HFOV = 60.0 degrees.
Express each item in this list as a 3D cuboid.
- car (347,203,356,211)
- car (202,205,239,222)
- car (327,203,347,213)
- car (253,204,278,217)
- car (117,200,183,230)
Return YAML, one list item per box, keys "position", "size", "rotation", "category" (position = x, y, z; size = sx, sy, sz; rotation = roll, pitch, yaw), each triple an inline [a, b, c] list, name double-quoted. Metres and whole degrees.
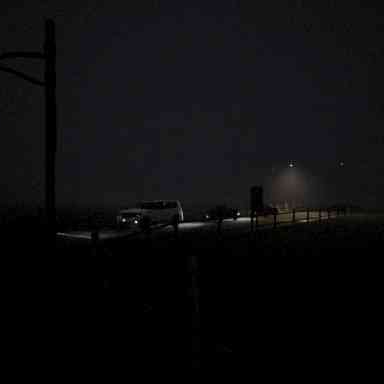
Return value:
- position: [29.818, 2.867, 63.082]
  size: [1.837, 1.490, 4.892]
  rotation: [0, -1, 36]
  category: "car"
- position: [2.878, 2.067, 32.533]
  size: [2.128, 1.511, 4.902]
  rotation: [0, -1, 36]
  category: "car"
- position: [23.329, 2.671, 54.208]
  size: [1.812, 1.442, 4.674]
  rotation: [0, -1, 37]
  category: "car"
- position: [8.910, 2.266, 40.762]
  size: [2.128, 1.511, 4.902]
  rotation: [0, -1, 36]
  category: "car"
- position: [-2.937, 1.608, 24.595]
  size: [2.150, 2.045, 5.566]
  rotation: [0, -1, 36]
  category: "car"
